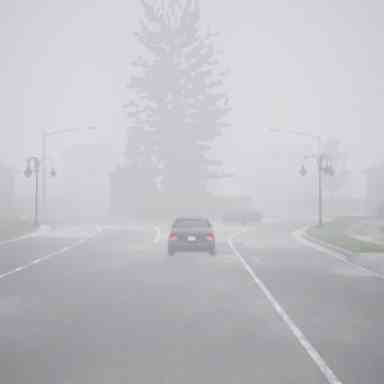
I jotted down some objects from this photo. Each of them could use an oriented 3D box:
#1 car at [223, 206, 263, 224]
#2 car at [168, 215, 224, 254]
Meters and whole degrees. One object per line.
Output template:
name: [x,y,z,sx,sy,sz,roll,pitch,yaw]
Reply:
car: [4.224,1.820,27.289,1.994,1.385,4.181,0,-1,35]
car: [-0.001,1.679,13.992,2.033,1.411,5.357,0,-1,0]
